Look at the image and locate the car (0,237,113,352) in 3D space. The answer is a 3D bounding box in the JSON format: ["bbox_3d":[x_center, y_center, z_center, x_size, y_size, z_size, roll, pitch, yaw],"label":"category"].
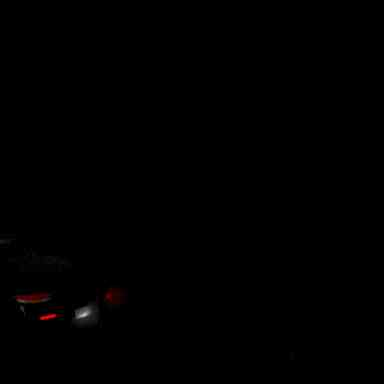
[{"bbox_3d":[-3.432,1.571,6.127,4.674,1.442,1.812,-1,0,35],"label":"car"}]
